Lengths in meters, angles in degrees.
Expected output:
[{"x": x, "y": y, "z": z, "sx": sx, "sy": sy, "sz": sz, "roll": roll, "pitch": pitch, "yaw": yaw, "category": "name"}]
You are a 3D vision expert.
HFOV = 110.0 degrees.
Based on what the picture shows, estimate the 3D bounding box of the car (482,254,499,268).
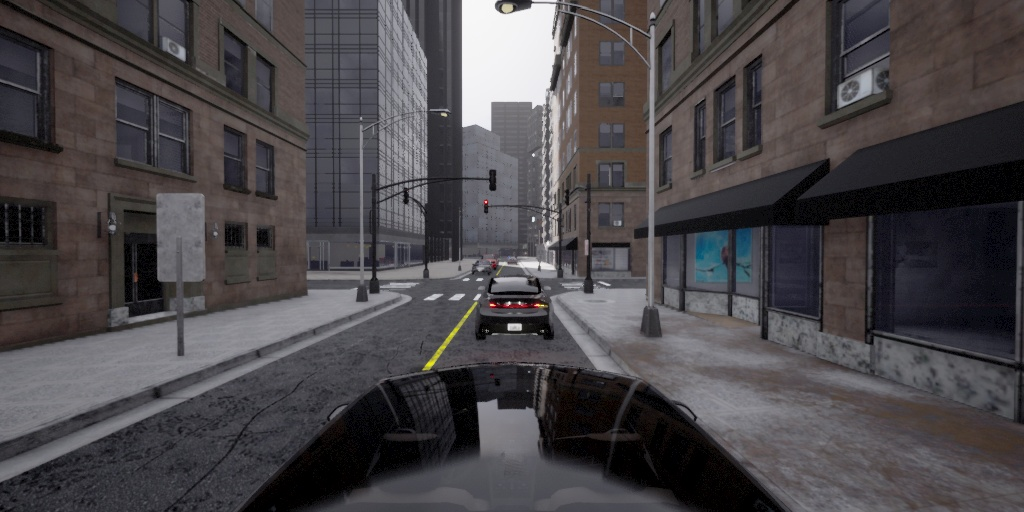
[{"x": -3.151, "y": 0.802, "z": 48.266, "sx": 2.150, "sy": 2.045, "sz": 5.566, "roll": 0, "pitch": 1, "yaw": 0, "category": "car"}]

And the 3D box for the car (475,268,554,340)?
[{"x": 0.070, "y": 1.251, "z": 9.972, "sx": 1.837, "sy": 1.490, "sz": 4.892, "roll": 0, "pitch": 0, "yaw": 0, "category": "car"}]

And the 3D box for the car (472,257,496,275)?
[{"x": -3.134, "y": 1.157, "z": 37.962, "sx": 2.128, "sy": 1.511, "sz": 4.902, "roll": 0, "pitch": 0, "yaw": 0, "category": "car"}]
